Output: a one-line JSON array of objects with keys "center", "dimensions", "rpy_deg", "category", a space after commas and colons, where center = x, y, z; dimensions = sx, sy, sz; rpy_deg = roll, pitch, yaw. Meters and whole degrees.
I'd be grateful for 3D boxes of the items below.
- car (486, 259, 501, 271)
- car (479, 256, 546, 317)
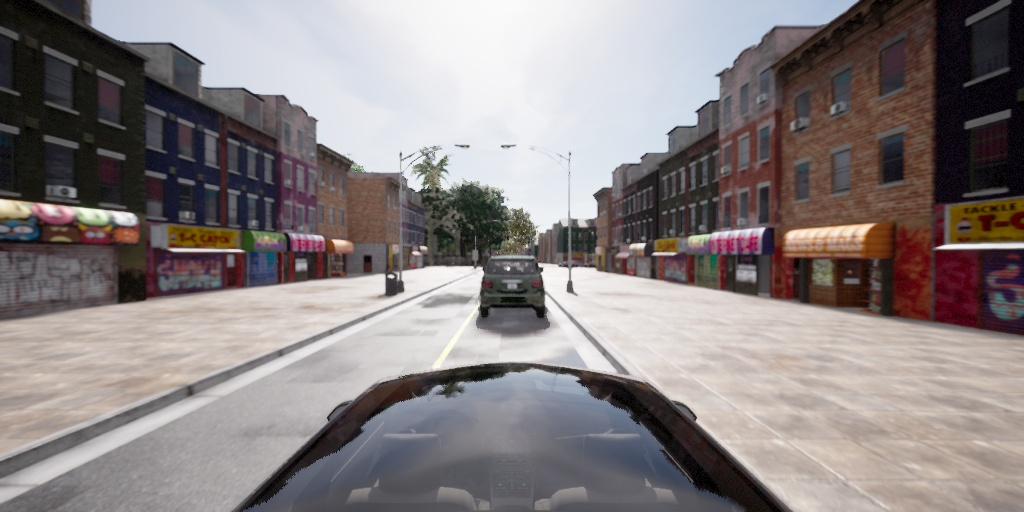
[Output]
[{"center": [-2.825, 1.329, 55.458], "dimensions": [2.097, 1.767, 4.553], "rpy_deg": [0, 0, 0], "category": "car"}, {"center": [0.036, 1.002, 13.447], "dimensions": [2.150, 2.045, 5.566], "rpy_deg": [0, 0, 1], "category": "car"}]
